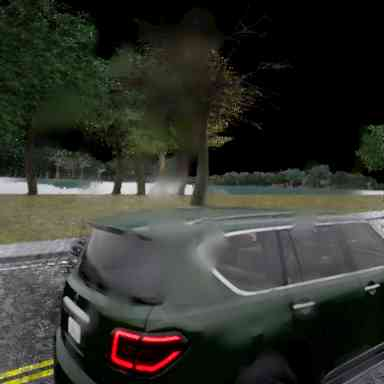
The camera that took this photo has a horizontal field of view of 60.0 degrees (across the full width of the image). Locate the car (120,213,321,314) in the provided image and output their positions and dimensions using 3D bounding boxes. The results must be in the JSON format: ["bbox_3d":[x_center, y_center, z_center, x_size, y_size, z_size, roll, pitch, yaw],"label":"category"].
[{"bbox_3d":[0.924,1.459,8.331,5.008,1.535,1.882,0,0,-35],"label":"car"}]

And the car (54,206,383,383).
[{"bbox_3d":[1.214,1.211,4.302,5.566,2.045,2.150,0,0,-35],"label":"car"}]

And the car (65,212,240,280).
[{"bbox_3d":[-1.112,1.529,10.874,5.357,1.411,2.033,0,0,-35],"label":"car"}]
